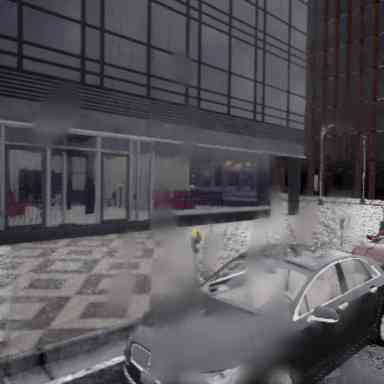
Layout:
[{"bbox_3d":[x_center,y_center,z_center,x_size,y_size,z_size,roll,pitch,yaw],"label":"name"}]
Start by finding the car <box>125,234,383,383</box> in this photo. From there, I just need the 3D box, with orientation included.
[{"bbox_3d":[1.249,1.455,4.428,4.403,1.369,2.008,0,2,-41],"label":"car"}]

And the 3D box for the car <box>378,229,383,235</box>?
[{"bbox_3d":[5.390,1.427,7.981,4.507,1.381,1.887,0,2,-41],"label":"car"}]
